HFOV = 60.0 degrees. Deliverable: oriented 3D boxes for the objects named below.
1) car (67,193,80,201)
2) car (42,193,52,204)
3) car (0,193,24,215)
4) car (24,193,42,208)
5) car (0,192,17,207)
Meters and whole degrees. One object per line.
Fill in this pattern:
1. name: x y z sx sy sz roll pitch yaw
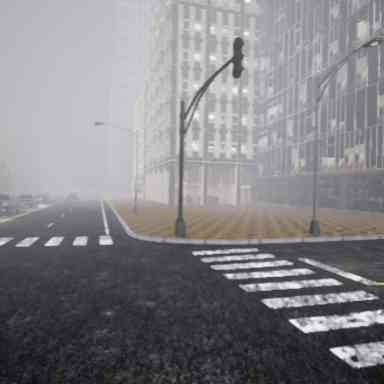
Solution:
1. car: -21.190 0.849 59.440 1.812 1.442 4.674 1 0 -16
2. car: -21.376 0.861 47.913 2.128 1.511 4.902 1 0 -15
3. car: -15.721 0.920 27.384 2.097 1.767 4.553 1 0 -16
4. car: -18.398 0.999 37.044 1.812 1.442 4.674 1 0 -16
5. car: -22.411 0.865 39.366 1.882 1.535 5.008 1 0 -15
